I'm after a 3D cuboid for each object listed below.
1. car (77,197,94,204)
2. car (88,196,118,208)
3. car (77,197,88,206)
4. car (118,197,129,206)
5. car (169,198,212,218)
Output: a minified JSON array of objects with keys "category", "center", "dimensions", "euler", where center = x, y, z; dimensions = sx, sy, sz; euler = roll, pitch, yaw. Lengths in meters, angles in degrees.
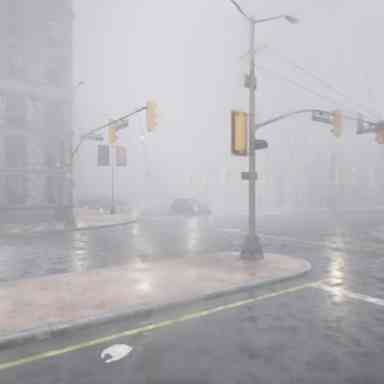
[{"category":"car","center":[-21.222,1.593,66.093],"dimensions":[1.895,1.301,4.718],"euler":[0,0,-35]},{"category":"car","center":[-12.971,1.355,48.215],"dimensions":[2.097,1.767,4.553],"euler":[0,0,-35]},{"category":"car","center":[-16.980,1.529,54.044],"dimensions":[1.812,1.442,4.674],"euler":[0,0,-35]},{"category":"car","center":[-11.907,1.551,52.770],"dimensions":[2.033,1.411,5.357],"euler":[0,0,-35]},{"category":"car","center":[-0.202,1.354,30.640],"dimensions":[2.097,1.767,4.553],"euler":[0,0,-36]}]
